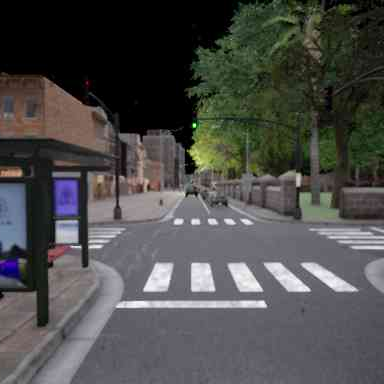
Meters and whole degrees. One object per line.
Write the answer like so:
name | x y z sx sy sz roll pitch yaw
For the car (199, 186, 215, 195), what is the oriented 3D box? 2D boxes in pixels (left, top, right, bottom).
car | 2.567 0.163 49.155 2.192 1.841 5.009 -1 1 0

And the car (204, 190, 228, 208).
car | 2.590 0.755 32.813 2.008 1.369 4.403 -1 1 0

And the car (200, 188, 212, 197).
car | 2.557 0.062 60.056 1.967 1.590 4.097 -1 1 0

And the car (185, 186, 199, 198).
car | -0.062 -0.102 57.386 2.150 2.045 5.566 0 1 0

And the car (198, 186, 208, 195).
car | 2.535 -0.383 76.402 2.192 1.841 5.009 -1 1 0

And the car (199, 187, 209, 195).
car | 2.544 -0.153 70.955 1.967 1.590 4.097 -1 1 0

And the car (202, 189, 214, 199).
car | 2.564 0.256 54.778 1.752 1.417 4.829 -1 1 0

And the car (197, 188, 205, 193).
car | 2.522 -0.429 92.754 1.947 1.339 4.313 -1 1 0

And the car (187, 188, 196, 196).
car | -0.073 -0.025 67.781 1.837 1.490 4.892 0 1 0

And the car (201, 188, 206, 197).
car | 2.577 0.513 43.711 2.008 1.369 4.403 -1 1 0

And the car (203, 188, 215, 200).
car | 2.583 0.603 38.430 1.752 1.417 4.829 -1 1 0
